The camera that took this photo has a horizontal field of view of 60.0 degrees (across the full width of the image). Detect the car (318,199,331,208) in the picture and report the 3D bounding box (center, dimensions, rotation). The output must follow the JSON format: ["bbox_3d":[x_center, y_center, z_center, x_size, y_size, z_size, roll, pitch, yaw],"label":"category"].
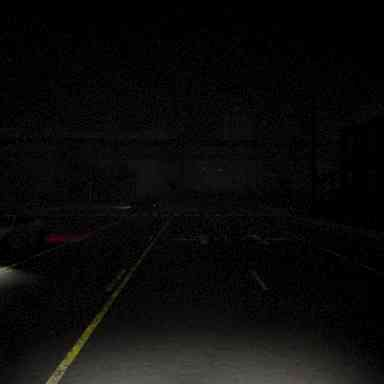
[{"bbox_3d":[17.662,1.526,40.148,4.674,1.442,1.812,0,0,0],"label":"car"}]

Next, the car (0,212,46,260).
[{"bbox_3d":[-7.158,1.526,12.611,1.812,1.442,4.674,0,0,-1],"label":"car"}]

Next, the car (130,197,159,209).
[{"bbox_3d":[-6.566,1.505,45.438,1.837,1.490,4.892,0,0,-45],"label":"car"}]
